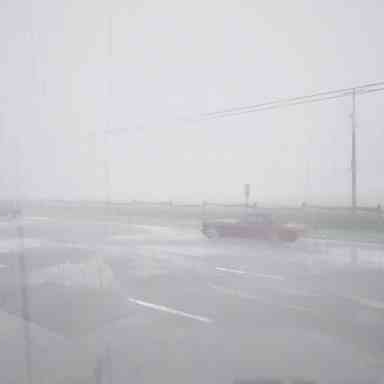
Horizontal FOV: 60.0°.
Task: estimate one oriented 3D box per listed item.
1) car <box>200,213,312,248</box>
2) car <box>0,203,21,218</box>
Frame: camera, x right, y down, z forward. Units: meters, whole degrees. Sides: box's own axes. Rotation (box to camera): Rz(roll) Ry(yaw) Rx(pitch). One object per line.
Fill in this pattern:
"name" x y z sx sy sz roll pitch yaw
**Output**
"car" 2.725 1.601 14.919 4.718 1.301 1.895 0 0 36
"car" -16.944 1.601 28.917 4.718 1.301 1.895 0 0 35
